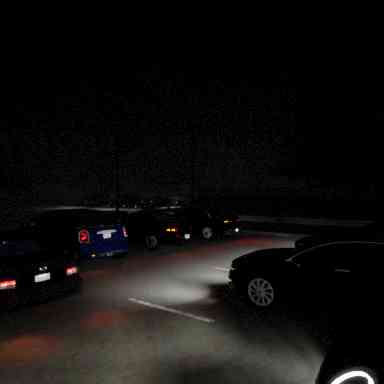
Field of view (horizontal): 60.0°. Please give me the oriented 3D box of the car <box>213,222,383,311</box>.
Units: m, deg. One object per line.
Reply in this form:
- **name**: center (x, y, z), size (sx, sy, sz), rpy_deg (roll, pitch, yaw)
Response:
- **car**: center (3.008, 1.505, 6.149), size (4.892, 1.490, 1.837), rpy_deg (0, 0, 36)

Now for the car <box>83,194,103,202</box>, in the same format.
- **car**: center (-13.594, 1.491, 51.108), size (2.128, 1.511, 4.902), rpy_deg (0, 0, 36)

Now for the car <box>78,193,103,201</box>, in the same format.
- **car**: center (-15.770, 1.221, 54.076), size (2.150, 2.045, 5.566), rpy_deg (0, 0, 35)

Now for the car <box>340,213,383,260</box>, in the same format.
- **car**: center (8.050, 1.547, 11.143), size (5.357, 1.411, 2.033), rpy_deg (0, 0, 36)

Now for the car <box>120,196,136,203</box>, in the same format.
- **car**: center (-7.457, 1.600, 47.650), size (1.895, 1.301, 4.718), rpy_deg (0, 0, 36)

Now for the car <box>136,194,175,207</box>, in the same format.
- **car**: center (-4.880, 1.352, 45.242), size (2.097, 1.767, 4.553), rpy_deg (0, 0, 36)

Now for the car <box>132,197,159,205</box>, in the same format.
- **car**: center (-8.130, 1.600, 58.597), size (1.895, 1.301, 4.718), rpy_deg (0, 0, 36)

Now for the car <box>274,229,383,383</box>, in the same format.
- **car**: center (3.042, 1.352, 1.817), size (4.553, 1.767, 2.097), rpy_deg (0, 0, 36)

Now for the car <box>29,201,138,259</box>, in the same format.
- **car**: center (-4.310, 1.352, 11.381), size (4.553, 1.767, 2.097), rpy_deg (0, 0, 36)

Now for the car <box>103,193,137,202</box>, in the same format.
- **car**: center (-10.094, 1.221, 49.980), size (2.150, 2.045, 5.566), rpy_deg (0, 0, 35)

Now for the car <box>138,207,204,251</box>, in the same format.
- **car**: center (-2.045, 1.526, 14.068), size (4.674, 1.442, 1.812), rpy_deg (0, 0, 36)

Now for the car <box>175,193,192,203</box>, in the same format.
- **car**: center (-1.709, 1.221, 55.539), size (2.150, 2.045, 5.566), rpy_deg (0, 0, 37)

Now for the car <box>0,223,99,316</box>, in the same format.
- **car**: center (-4.658, 1.547, 7.316), size (5.357, 1.411, 2.033), rpy_deg (0, 0, 36)

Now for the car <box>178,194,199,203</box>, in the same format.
- **car**: center (0.503, 1.491, 52.635), size (2.128, 1.511, 4.902), rpy_deg (0, 0, 36)

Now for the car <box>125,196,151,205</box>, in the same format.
- **car**: center (-9.971, 1.504, 61.983), size (1.837, 1.490, 4.892), rpy_deg (0, 0, 36)

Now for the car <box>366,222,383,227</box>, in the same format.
- **car**: center (5.129, 1.526, 8.926), size (4.674, 1.442, 1.812), rpy_deg (0, 0, 36)

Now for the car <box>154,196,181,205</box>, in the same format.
- **car**: center (-4.196, 1.477, 58.055), size (1.882, 1.535, 5.008), rpy_deg (0, 0, 36)

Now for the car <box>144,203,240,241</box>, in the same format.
- **car**: center (0.122, 1.505, 16.815), size (4.892, 1.490, 1.837), rpy_deg (0, 0, 36)

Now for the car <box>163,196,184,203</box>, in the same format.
- **car**: center (-3.864, 1.595, 70.254), size (1.895, 1.301, 4.718), rpy_deg (0, 0, 36)
